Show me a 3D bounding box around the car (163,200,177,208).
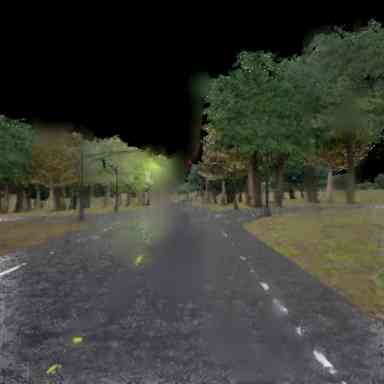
[{"bbox_3d":[-4.062,2.140,58.072,1.895,1.301,4.718,0,-1,-1],"label":"car"}]
